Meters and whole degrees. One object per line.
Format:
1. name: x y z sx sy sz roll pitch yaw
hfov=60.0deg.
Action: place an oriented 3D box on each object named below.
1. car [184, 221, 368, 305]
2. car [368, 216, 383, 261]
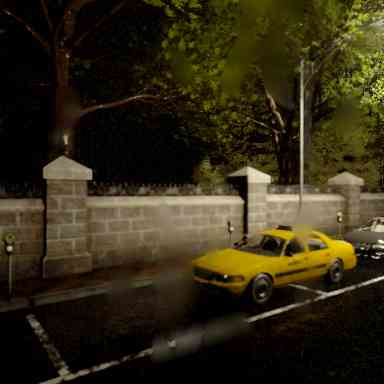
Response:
1. car: 2.089 1.514 8.044 4.829 1.417 1.752 0 1 -36
2. car: 6.854 1.527 11.444 4.403 1.369 2.008 0 1 -36
